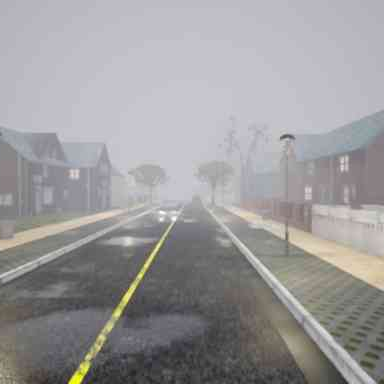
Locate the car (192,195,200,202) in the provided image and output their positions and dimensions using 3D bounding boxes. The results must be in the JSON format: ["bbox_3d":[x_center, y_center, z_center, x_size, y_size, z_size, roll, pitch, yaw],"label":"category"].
[{"bbox_3d":[0.838,1.499,77.227,1.837,1.490,4.892,0,0,0],"label":"car"}]

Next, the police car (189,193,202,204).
[{"bbox_3d":[0.835,1.383,61.335,1.930,1.638,5.238,0,0,0],"label":"police car"}]

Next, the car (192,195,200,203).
[{"bbox_3d":[0.838,1.484,71.226,1.837,1.490,4.892,0,0,0],"label":"car"}]

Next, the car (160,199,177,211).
[{"bbox_3d":[-2.835,1.541,40.518,1.895,1.301,4.718,0,0,0],"label":"car"}]
